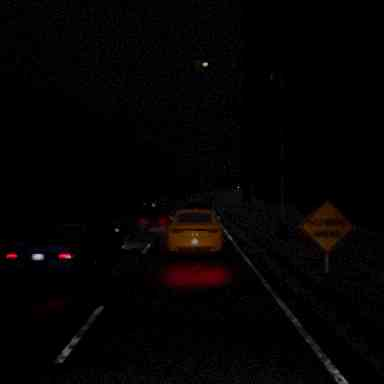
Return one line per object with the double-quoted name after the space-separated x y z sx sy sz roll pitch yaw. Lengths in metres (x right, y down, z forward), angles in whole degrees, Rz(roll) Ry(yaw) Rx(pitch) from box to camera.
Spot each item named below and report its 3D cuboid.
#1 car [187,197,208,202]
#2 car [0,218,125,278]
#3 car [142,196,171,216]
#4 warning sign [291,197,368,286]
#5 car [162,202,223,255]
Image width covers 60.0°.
0.494 1.239 31.233 1.882 1.535 5.008 0 0 2 "car"
-3.415 1.478 9.921 2.033 1.411 5.357 0 0 0 "car"
-3.074 1.127 29.468 2.097 1.767 4.553 0 0 2 "car"
3.064 1.064 7.575 1.300 1.860 1.060 0 1 0 "warning sign"
0.108 1.385 12.934 1.882 1.535 5.008 0 1 1 "car"
